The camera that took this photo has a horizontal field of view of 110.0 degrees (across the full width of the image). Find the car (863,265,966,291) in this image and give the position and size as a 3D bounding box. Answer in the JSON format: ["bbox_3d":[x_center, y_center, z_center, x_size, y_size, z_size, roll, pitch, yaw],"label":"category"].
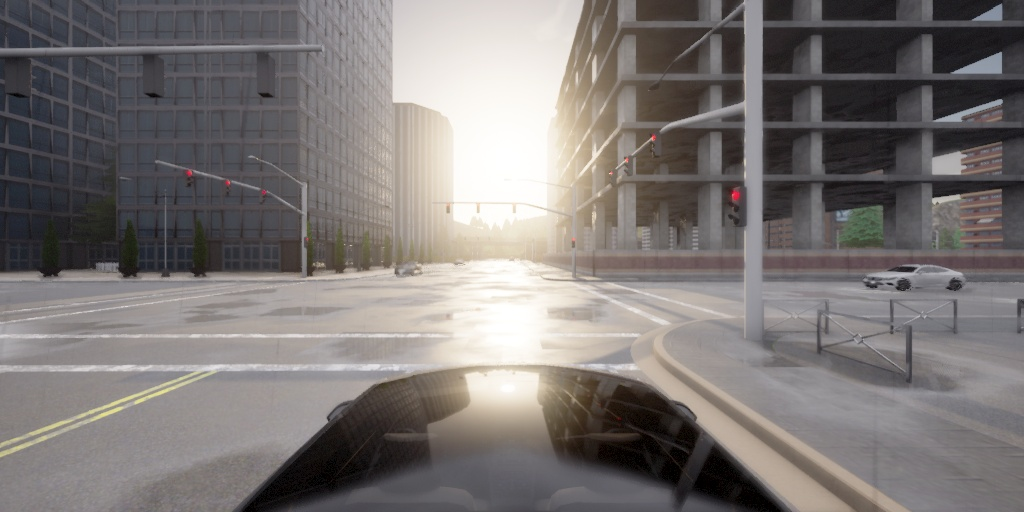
[{"bbox_3d":[22.886,1.218,20.432,4.674,1.442,1.812,0,0,-1],"label":"car"}]

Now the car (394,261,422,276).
[{"bbox_3d":[-10.510,1.293,36.541,2.128,1.511,4.902,0,1,0],"label":"car"}]
